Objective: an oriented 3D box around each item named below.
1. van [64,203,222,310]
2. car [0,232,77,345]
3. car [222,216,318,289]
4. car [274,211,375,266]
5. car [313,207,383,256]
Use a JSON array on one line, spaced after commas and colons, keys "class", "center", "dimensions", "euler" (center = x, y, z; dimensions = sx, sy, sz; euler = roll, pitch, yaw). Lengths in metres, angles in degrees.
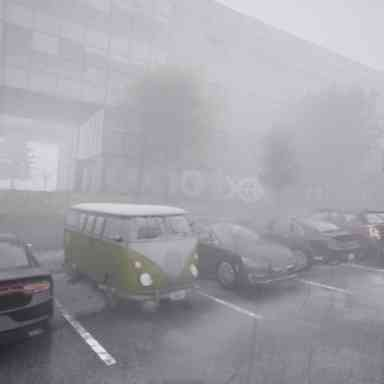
[{"class": "van", "center": [-1.530, 1.264, 7.732], "dimensions": [1.878, 1.987, 4.442], "euler": [0, 0, -35]}, {"class": "car", "center": [-3.972, 1.481, 6.128], "dimensions": [2.097, 1.535, 5.008], "euler": [0, 0, -35]}, {"class": "car", "center": [0.673, 1.499, 9.453], "dimensions": [2.231, 1.521, 4.892], "euler": [0, 0, -35]}, {"class": "car", "center": [2.955, 1.507, 11.065], "dimensions": [2.231, 1.521, 4.892], "euler": [0, 0, -35]}, {"class": "car", "center": [5.244, 1.389, 12.665], "dimensions": [2.185, 1.767, 4.553], "euler": [0, 0, -35]}]
